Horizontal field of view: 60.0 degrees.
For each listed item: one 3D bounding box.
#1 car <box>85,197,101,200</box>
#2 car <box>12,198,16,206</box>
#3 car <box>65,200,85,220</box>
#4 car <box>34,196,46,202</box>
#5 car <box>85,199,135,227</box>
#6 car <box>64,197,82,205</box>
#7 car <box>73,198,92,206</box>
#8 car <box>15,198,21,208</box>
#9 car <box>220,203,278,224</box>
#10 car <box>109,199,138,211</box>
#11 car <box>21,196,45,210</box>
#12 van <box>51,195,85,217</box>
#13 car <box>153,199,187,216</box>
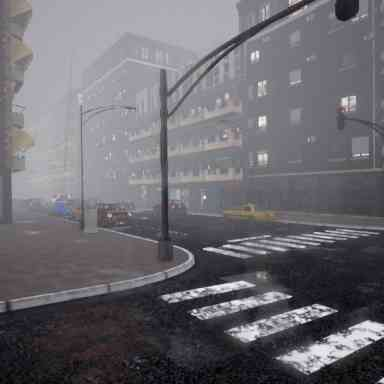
[{"bbox_3d":[-15.189,1.502,51.299,1.967,1.590,4.097,-1,1,-36],"label":"car"},{"bbox_3d":[-31.672,1.782,59.911,1.887,1.381,4.507,-1,1,-36],"label":"car"},{"bbox_3d":[-8.999,1.652,28.289,1.752,1.417,4.829,-1,1,-36],"label":"car"},{"bbox_3d":[-37.761,1.728,82.784,1.887,1.381,4.507,-1,1,-36],"label":"car"},{"bbox_3d":[-5.875,1.553,23.930,1.967,1.590,4.097,-1,1,-36],"label":"car"},{"bbox_3d":[-21.637,1.645,60.296,2.008,1.369,4.403,-1,1,-36],"label":"car"},{"bbox_3d":[-18.412,1.644,55.798,1.947,1.339,4.313,-1,1,-36],"label":"car"},{"bbox_3d":[-25.222,1.770,50.915,1.947,1.339,4.313,-1,1,-36],"label":"car"},{"bbox_3d":[4.062,1.498,24.453,1.752,1.417,4.829,-1,1,-36],"label":"car"},{"bbox_3d":[-8.738,1.581,42.305,2.008,1.369,4.403,-1,1,-36],"label":"car"},{"bbox_3d":[-21.999,1.628,46.417,1.967,1.590,4.097,-1,1,-36],"label":"car"},{"bbox_3d":[-12.326,1.483,32.923,1.690,1.788,3.998,-1,1,-36],"label":"van"},{"bbox_3d":[-2.289,1.441,33.309,1.967,1.590,4.097,-1,1,-36],"label":"car"}]
